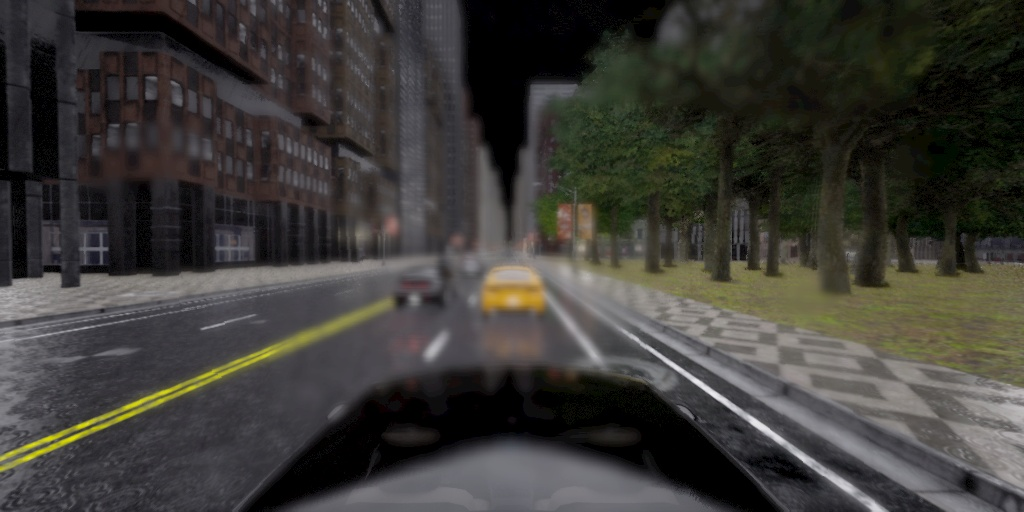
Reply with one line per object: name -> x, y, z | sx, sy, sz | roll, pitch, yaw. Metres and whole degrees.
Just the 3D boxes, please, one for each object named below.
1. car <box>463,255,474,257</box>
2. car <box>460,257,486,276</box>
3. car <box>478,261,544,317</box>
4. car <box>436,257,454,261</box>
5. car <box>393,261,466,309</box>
car -> -6.543, 0.614, 53.462 | 1.882, 1.535, 5.008 | 0, 0, 0
car -> -3.166, 0.999, 29.467 | 1.994, 1.385, 4.181 | 0, 1, 0
car -> 0.066, 1.116, 12.728 | 1.882, 1.535, 5.008 | 0, 1, 1
car -> -9.794, 0.749, 52.550 | 1.895, 1.301, 4.718 | 0, 1, 0
car -> -3.173, 1.129, 14.167 | 1.837, 1.490, 4.892 | 0, 1, 0
